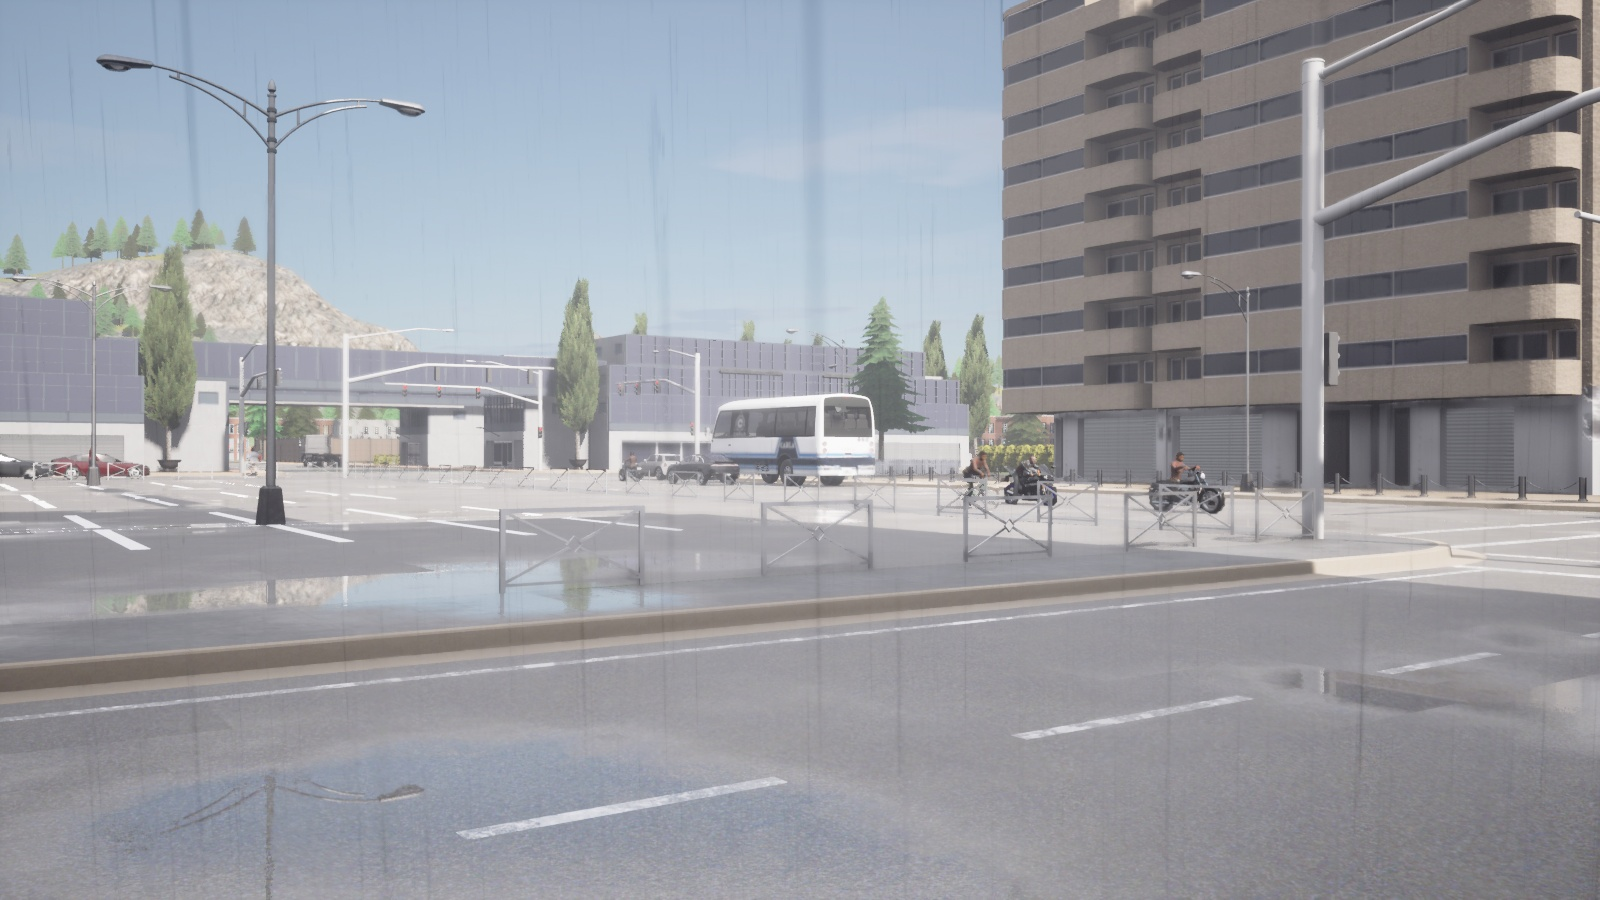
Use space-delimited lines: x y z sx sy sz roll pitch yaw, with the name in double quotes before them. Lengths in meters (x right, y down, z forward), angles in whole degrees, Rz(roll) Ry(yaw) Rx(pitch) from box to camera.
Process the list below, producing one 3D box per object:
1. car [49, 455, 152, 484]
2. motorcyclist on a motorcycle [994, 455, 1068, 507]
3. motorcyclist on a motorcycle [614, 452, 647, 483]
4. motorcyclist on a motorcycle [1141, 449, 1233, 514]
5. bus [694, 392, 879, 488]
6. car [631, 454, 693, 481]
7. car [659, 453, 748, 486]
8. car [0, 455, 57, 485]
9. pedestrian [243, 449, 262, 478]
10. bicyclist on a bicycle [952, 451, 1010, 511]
"car" -38.436 1.050 69.001 4.792 1.488 2.163 0 0 -33
"motorcyclist on a motorcycle" 6.925 0.913 37.755 0.866 1.530 2.191 0 0 -35
"motorcyclist on a motorcycle" -9.068 0.934 67.065 0.766 1.649 2.350 0 0 -35
"motorcyclist on a motorcycle" 10.169 0.810 33.058 0.766 1.649 2.350 0 0 -35
"bus" -0.890 -0.424 61.381 3.944 4.253 10.273 0 0 -35
"car" -7.896 0.957 71.525 1.970 1.475 3.806 0 0 -34
"car" -4.736 0.915 60.790 2.128 1.511 4.902 0 0 -34
"car" -40.476 0.998 63.486 4.902 1.511 2.128 0 0 -33
"pedestrian" -34.964 0.849 80.222 0.874 1.855 0.900 0 0 -41
"bicyclist on a bicycle" 4.956 0.827 34.448 0.582 1.620 1.656 0 0 -35
